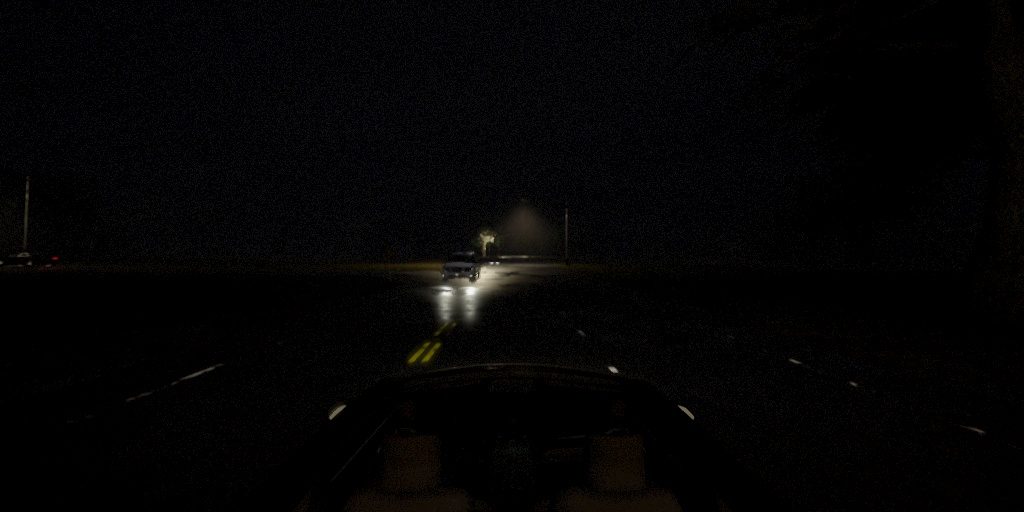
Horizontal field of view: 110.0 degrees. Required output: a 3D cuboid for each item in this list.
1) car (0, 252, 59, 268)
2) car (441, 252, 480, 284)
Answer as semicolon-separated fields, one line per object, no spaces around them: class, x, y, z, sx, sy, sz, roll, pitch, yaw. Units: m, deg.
car;-48.995;0.380;36.239;4.902;1.511;2.128;1;-1;0
car;-3.507;0.757;25.534;2.150;2.045;5.566;0;2;0
